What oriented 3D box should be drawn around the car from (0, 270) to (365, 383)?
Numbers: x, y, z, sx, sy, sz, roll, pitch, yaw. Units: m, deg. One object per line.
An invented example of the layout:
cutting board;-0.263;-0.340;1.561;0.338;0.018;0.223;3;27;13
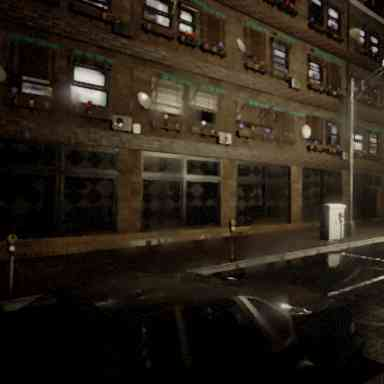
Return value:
car;-0.598;1.544;2.951;5.357;1.411;2.033;0;0;-35
